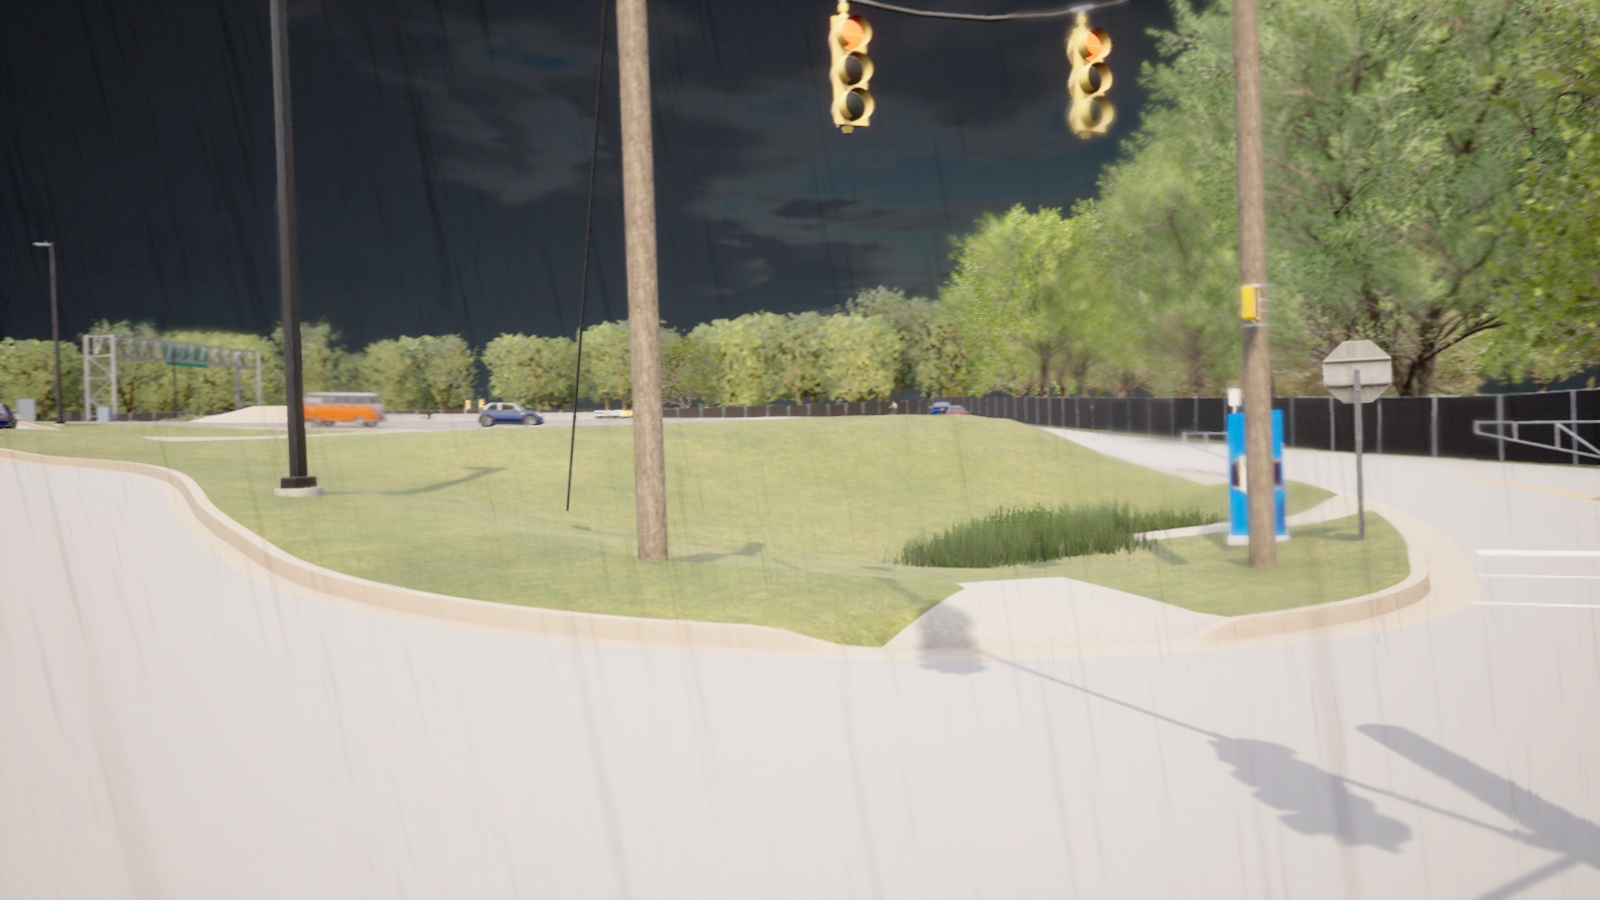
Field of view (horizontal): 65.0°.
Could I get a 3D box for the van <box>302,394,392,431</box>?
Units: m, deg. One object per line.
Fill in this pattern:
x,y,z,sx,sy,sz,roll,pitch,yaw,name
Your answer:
-25.635,-2.154,71.121,4.442,1.987,1.775,1,3,7,van

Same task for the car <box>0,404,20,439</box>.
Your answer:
-36.062,-1.281,56.085,1.812,1.442,4.674,-2,4,-29,car

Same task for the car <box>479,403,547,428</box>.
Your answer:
-17.102,-2.069,74.954,3.806,1.475,1.970,0,2,-7,car
